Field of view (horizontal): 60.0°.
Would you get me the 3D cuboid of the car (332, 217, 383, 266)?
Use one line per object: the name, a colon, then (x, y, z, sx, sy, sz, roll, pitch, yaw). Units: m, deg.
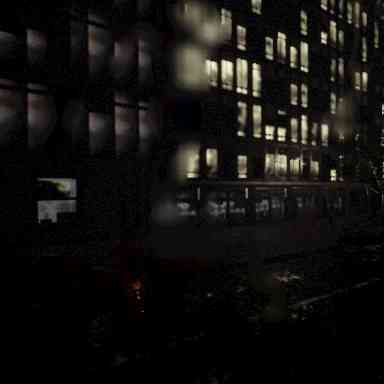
car: (6.516, 1.572, 11.356, 4.403, 1.369, 2.008, 0, -1, -36)

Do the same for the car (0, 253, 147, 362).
car: (-2.668, 1.593, 4.657, 4.206, 1.307, 1.802, 0, -1, -36)
